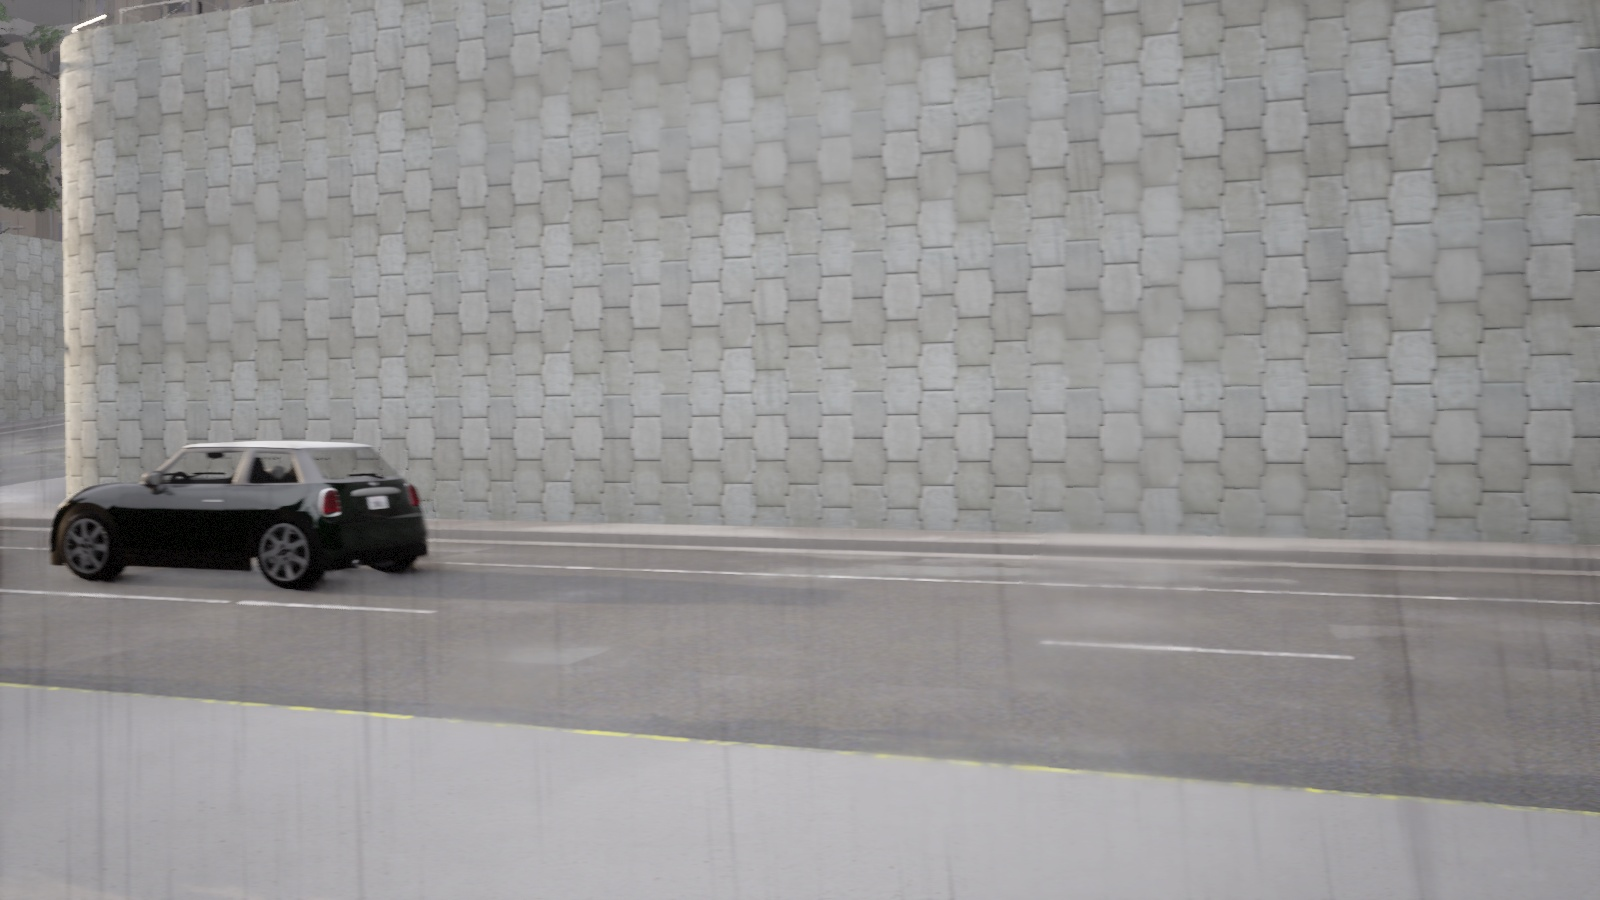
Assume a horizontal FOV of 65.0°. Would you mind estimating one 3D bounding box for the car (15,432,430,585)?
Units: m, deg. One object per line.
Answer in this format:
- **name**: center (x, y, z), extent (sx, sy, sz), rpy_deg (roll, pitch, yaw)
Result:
- **car**: center (-6.256, 0.549, 13.730), extent (3.806, 1.475, 1.970), rpy_deg (1, 1, 19)
